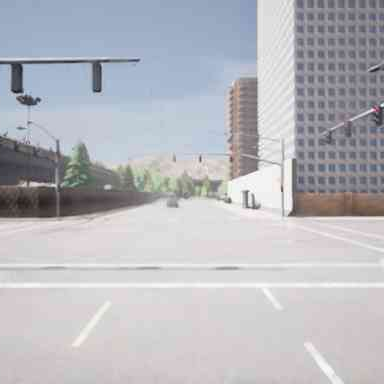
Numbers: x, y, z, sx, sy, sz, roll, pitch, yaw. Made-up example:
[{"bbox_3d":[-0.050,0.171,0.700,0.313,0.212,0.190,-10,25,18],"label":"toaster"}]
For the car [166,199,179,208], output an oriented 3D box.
[{"bbox_3d":[-3.526,2.011,60.190,2.097,1.767,4.553,0,-1,0],"label":"car"}]
